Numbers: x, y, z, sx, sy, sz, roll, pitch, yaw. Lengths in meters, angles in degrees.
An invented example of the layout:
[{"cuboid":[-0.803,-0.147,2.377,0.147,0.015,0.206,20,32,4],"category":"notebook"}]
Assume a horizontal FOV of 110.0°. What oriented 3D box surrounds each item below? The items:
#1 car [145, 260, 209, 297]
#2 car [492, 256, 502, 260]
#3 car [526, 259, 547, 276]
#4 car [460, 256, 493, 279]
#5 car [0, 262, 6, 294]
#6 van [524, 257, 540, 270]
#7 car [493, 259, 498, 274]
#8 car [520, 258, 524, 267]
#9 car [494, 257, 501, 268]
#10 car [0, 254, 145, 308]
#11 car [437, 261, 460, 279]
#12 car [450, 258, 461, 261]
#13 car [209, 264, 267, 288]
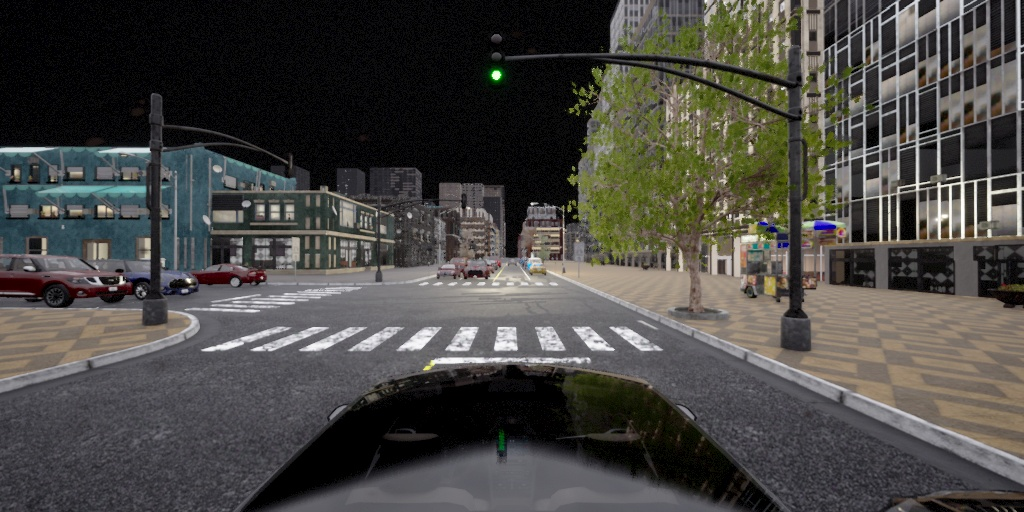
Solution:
[{"cuboid":[-16.525,0.916,15.681,4.553,1.767,2.097,1,0,0],"category":"car"},{"cuboid":[-2.994,1.014,62.766,2.150,2.045,5.566,0,0,1],"category":"car"},{"cuboid":[2.722,1.300,38.196,1.751,1.417,4.829,0,0,0],"category":"car"},{"cuboid":[-3.072,1.122,32.177,2.097,1.767,4.553,0,0,0],"category":"car"},{"cuboid":[-25.638,0.977,15.581,4.674,1.442,1.812,1,0,-1],"category":"car"},{"cuboid":[2.727,1.119,43.578,1.690,1.789,3.998,0,0,0],"category":"van"},{"cuboid":[-3.065,1.341,42.090,1.994,1.385,4.181,0,0,0],"category":"car"},{"cuboid":[2.736,1.337,54.680,2.007,1.370,4.403,0,0,0],"category":"car"},{"cuboid":[-3.047,1.310,52.172,1.812,1.442,4.674,0,0,0],"category":"car"},{"cuboid":[-17.148,0.856,13.102,5.009,1.841,2.192,0,0,-1],"category":"car"},{"cuboid":[-5.662,1.352,32.480,1.802,1.307,4.207,0,0,0],"category":"car"},{"cuboid":[-5.658,1.089,38.031,2.192,1.841,5.009,0,0,0],"category":"car"},{"cuboid":[-17.259,1.133,21.481,4.507,1.381,1.888,0,0,-1],"category":"car"}]
